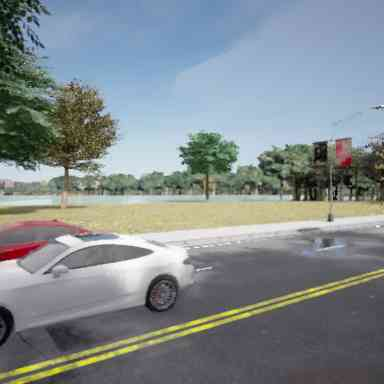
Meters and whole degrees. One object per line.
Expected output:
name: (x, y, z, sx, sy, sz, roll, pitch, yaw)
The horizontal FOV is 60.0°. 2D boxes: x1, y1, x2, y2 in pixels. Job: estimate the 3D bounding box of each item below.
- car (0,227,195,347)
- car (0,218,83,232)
car: (-2.096, 1.531, 6.180, 4.674, 1.442, 1.812, 0, 0, -35)
car: (-4.373, 1.482, 8.548, 5.008, 1.535, 1.882, 0, 0, -35)
